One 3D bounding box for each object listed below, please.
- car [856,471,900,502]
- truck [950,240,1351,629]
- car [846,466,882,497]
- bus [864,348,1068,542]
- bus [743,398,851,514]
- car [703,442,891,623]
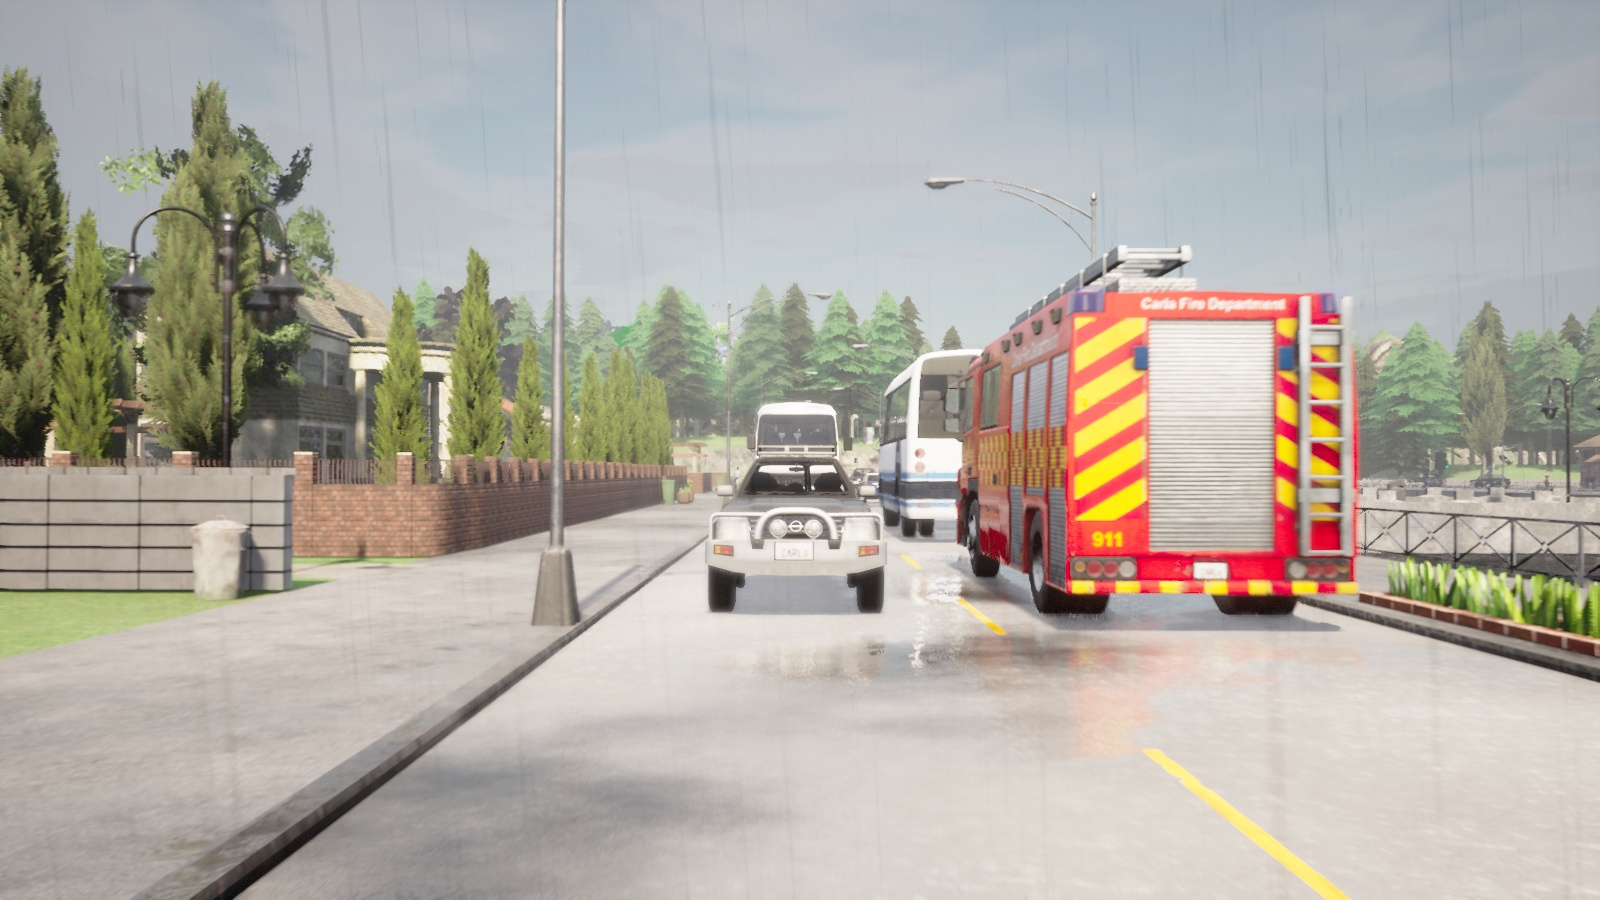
[{"bbox_3d":[3.853,1.814,62.705,1.970,1.475,3.806,0,-1,0],"label":"car"},{"bbox_3d":[3.957,-0.088,16.613,2.891,3.827,8.468,0,-1,0],"label":"truck"},{"bbox_3d":[3.822,1.884,75.757,1.932,1.855,4.605,0,-1,0],"label":"car"},{"bbox_3d":[3.918,-0.028,32.835,3.944,4.253,10.273,0,-1,0],"label":"bus"},{"bbox_3d":[-0.126,0.295,51.163,3.944,4.253,10.273,0,-1,0],"label":"bus"},{"bbox_3d":[-0.037,0.887,15.276,1.932,1.855,4.605,0,-1,0],"label":"car"}]
